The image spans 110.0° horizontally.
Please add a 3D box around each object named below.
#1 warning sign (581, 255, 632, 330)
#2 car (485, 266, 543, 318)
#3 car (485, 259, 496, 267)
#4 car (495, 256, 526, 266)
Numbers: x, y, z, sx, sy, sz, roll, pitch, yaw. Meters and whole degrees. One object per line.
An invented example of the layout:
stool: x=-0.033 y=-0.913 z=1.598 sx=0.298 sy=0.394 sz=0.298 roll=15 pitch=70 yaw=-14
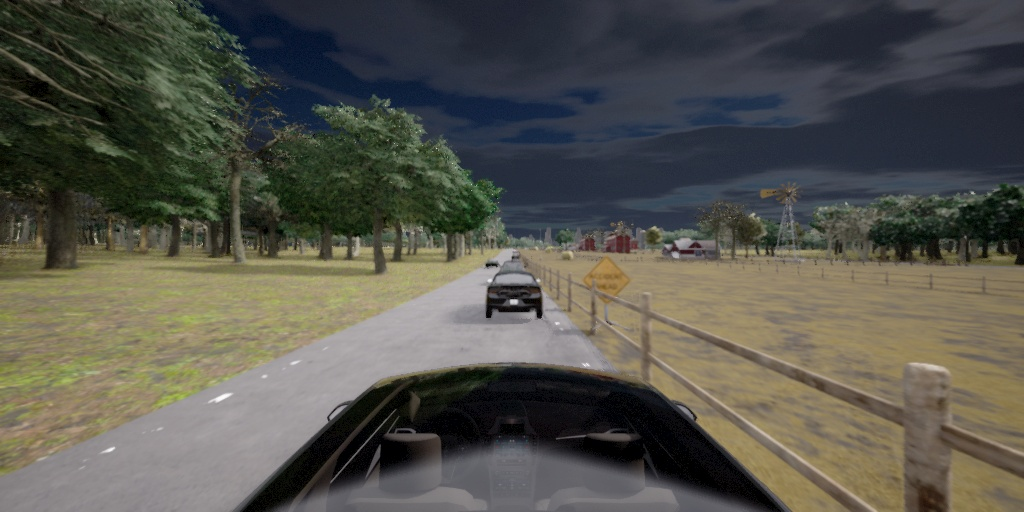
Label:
warning sign: x=2.451 y=0.900 z=9.336 sx=1.300 sy=1.860 sz=1.060 roll=0 pitch=0 yaw=0
car: x=0.077 y=1.275 z=13.330 sx=1.882 sy=1.535 sz=5.008 roll=0 pitch=-1 yaw=0
car: x=-2.822 y=1.070 z=51.192 sx=1.895 sy=1.301 sz=4.718 roll=0 pitch=1 yaw=0
car: x=0.069 y=1.123 z=27.312 sx=2.097 sy=1.767 sz=4.553 roll=0 pitch=0 yaw=0
